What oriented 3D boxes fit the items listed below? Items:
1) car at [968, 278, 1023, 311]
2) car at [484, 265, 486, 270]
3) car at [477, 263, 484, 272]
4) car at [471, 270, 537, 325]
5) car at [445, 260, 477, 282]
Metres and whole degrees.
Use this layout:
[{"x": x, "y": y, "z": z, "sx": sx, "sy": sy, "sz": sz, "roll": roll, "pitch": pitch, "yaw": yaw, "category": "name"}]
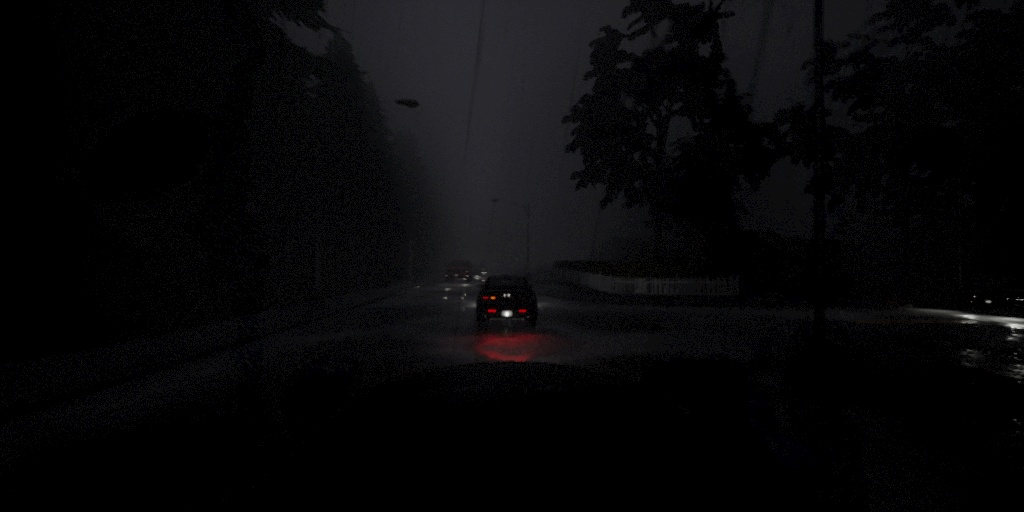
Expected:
[{"x": 21.588, "y": 1.607, "z": 14.491, "sx": 4.892, "sy": 1.490, "sz": 1.837, "roll": 0, "pitch": -1, "yaw": -1, "category": "car"}, {"x": -5.473, "y": 2.001, "z": 61.465, "sx": 1.837, "sy": 1.490, "sz": 4.892, "roll": 1, "pitch": -1, "yaw": -1, "category": "car"}, {"x": -5.176, "y": 1.653, "z": 46.714, "sx": 2.097, "sy": 1.767, "sz": 4.553, "roll": 1, "pitch": -1, "yaw": -1, "category": "car"}, {"x": -0.192, "y": 1.394, "z": 12.422, "sx": 1.837, "sy": 1.490, "sz": 4.892, "roll": 1, "pitch": -1, "yaw": -1, "category": "car"}, {"x": -4.888, "y": 1.357, "z": 33.980, "sx": 2.150, "sy": 2.045, "sz": 5.566, "roll": 0, "pitch": -1, "yaw": -1, "category": "car"}]
